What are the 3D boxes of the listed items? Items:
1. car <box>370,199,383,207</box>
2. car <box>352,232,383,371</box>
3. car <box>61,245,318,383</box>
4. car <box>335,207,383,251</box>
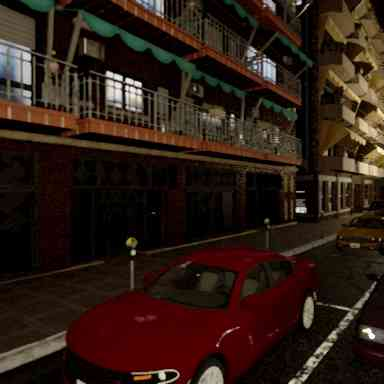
[{"bbox_3d":[10.606,1.312,17.864,2.192,1.841,5.009,0,0,38],"label":"car"},{"bbox_3d":[4.184,1.546,5.419,2.033,1.411,5.357,0,0,38],"label":"car"},{"bbox_3d":[0.399,1.544,4.798,1.887,1.381,4.507,0,0,38],"label":"car"},{"bbox_3d":[7.100,1.523,13.375,1.752,1.417,4.829,0,0,38],"label":"car"}]
